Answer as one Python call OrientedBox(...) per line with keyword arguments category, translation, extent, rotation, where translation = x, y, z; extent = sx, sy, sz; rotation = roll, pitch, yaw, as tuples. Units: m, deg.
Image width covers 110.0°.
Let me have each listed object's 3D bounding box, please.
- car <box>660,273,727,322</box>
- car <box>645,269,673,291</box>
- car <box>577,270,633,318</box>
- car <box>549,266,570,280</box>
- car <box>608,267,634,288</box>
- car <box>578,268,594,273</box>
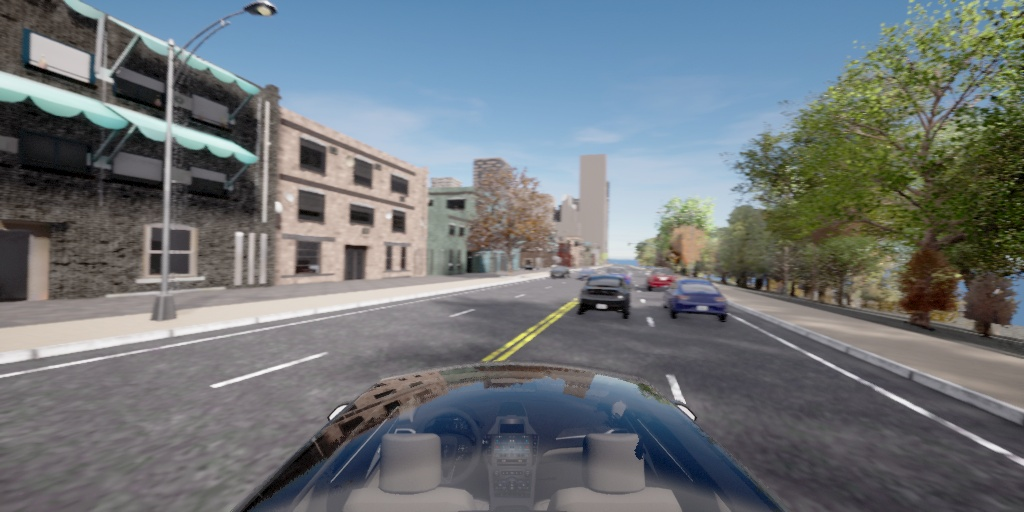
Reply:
OrientedBox(category="car", translation=(7.170, 1.635, 14.306), extent=(1.812, 1.442, 4.674), rotation=(1, 0, 19))
OrientedBox(category="car", translation=(11.543, 1.753, 27.807), extent=(2.097, 1.767, 4.553), rotation=(1, -1, 18))
OrientedBox(category="car", translation=(3.858, 1.526, 14.649), extent=(1.837, 1.490, 4.892), rotation=(1, 0, 19))
OrientedBox(category="car", translation=(5.689, 1.894, 42.171), extent=(1.882, 1.535, 5.008), rotation=(1, 0, 17))
OrientedBox(category="car", translation=(8.453, 1.678, 28.811), extent=(2.097, 1.767, 4.553), rotation=(1, -1, 18))
OrientedBox(category="car", translation=(8.544, 2.022, 40.455), extent=(2.033, 1.411, 5.357), rotation=(1, -1, 17))
